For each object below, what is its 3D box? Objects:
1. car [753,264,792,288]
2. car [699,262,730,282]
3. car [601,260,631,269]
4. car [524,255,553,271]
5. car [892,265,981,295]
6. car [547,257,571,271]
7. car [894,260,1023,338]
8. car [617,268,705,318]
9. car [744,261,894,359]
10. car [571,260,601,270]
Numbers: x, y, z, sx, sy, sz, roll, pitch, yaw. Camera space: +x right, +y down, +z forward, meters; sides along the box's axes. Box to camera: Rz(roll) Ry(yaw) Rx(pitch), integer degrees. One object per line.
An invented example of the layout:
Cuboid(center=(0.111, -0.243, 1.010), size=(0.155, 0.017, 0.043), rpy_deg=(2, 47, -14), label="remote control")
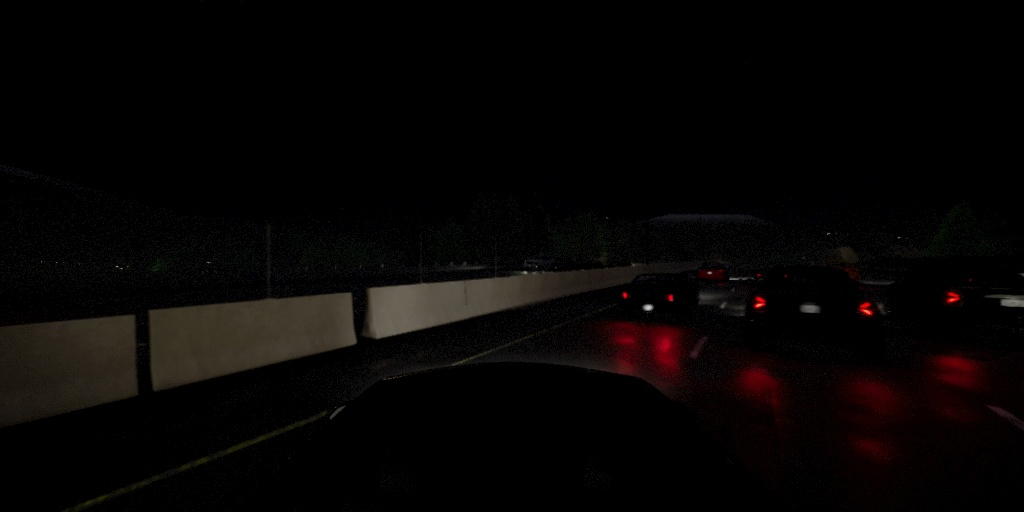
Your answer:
Cuboid(center=(16.779, 1.193, 23.252), size=(1.895, 1.301, 4.718), rpy_deg=(0, 0, 34), label="car")
Cuboid(center=(15.176, 1.165, 27.126), size=(1.994, 1.385, 4.181), rpy_deg=(0, 0, 34), label="car")
Cuboid(center=(12.563, 1.168, 42.179), size=(1.837, 1.490, 4.892), rpy_deg=(0, 0, 34), label="car")
Cuboid(center=(3.780, 0.859, 47.937), size=(2.150, 2.045, 5.566), rpy_deg=(0, 0, 34), label="car")
Cuboid(center=(22.570, 1.181, 19.318), size=(1.895, 1.301, 4.718), rpy_deg=(0, 0, 34), label="car")
Cuboid(center=(6.766, 1.181, 46.101), size=(1.837, 1.490, 4.892), rpy_deg=(0, 0, 34), label="car")
Cuboid(center=(11.415, 0.967, 9.083), size=(2.097, 1.767, 4.553), rpy_deg=(0, 0, 34), label="car")
Cuboid(center=(5.293, 1.232, 12.524), size=(1.895, 1.301, 4.718), rpy_deg=(0, 0, 34), label="car")
Cuboid(center=(6.817, 0.995, 8.533), size=(2.097, 1.767, 4.553), rpy_deg=(0, 1, 34), label="car")
Cuboid(center=(9.680, 1.201, 44.162), size=(2.033, 1.411, 5.357), rpy_deg=(0, 0, 34), label="car")
